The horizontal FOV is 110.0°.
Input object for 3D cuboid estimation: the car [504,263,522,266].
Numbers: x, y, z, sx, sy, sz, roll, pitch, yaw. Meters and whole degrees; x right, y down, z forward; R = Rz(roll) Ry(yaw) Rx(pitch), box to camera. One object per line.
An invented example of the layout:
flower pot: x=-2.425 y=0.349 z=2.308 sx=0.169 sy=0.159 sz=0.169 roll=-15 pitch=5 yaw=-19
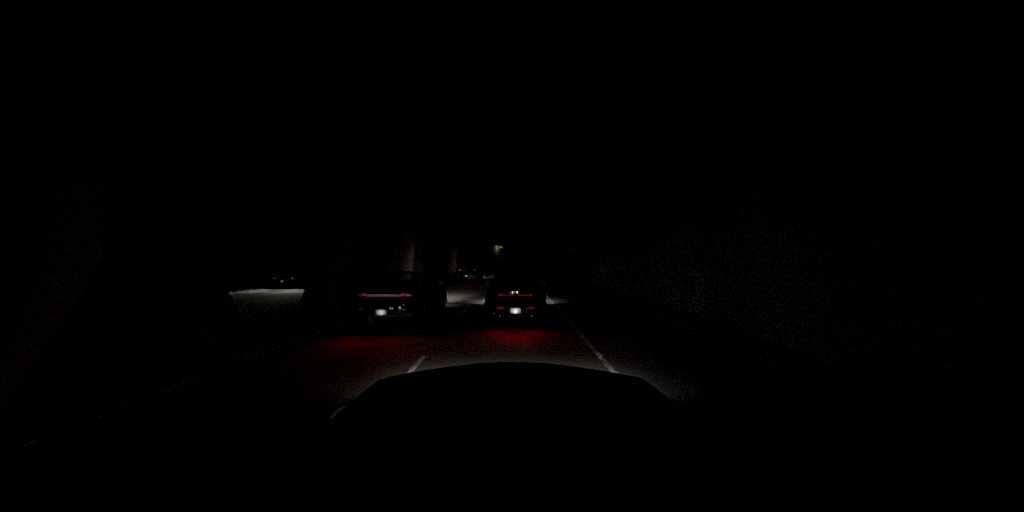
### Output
car: x=0.094 y=1.286 z=29.253 sx=1.837 sy=1.490 sz=4.892 roll=0 pitch=0 yaw=0

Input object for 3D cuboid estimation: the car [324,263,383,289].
car: x=-10.603 y=1.279 z=24.401 sx=1.837 sy=1.490 sz=4.892 roll=0 pitch=0 yaw=0

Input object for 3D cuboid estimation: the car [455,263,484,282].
car: x=-3.406 y=1.272 z=29.167 sx=2.128 sy=1.511 sz=4.902 roll=0 pitch=0 yaw=0

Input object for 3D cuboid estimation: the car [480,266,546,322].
car: x=0.098 y=1.267 z=12.355 sx=1.837 sy=1.490 sz=4.892 roll=0 pitch=0 yaw=0

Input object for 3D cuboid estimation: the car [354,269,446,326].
car: x=-3.403 y=1.252 z=11.740 sx=2.128 sy=1.511 sz=4.902 roll=0 pitch=0 yaw=0

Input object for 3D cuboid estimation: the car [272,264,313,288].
car: x=-14.103 y=1.279 z=24.405 sx=1.837 sy=1.490 sz=4.892 roll=0 pitch=0 yaw=0
